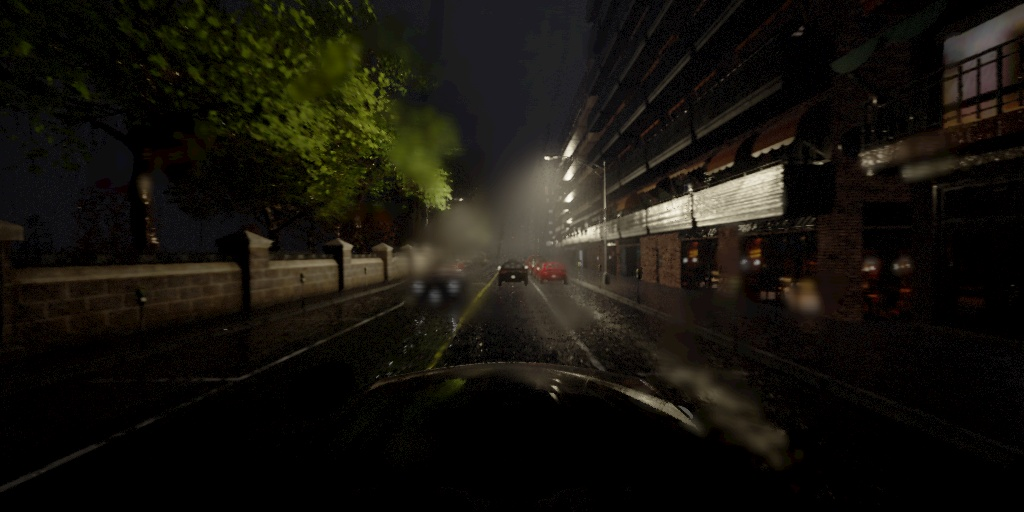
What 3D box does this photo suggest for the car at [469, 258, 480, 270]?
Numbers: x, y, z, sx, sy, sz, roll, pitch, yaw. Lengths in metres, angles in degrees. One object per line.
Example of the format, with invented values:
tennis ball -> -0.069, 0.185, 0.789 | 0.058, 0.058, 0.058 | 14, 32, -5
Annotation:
car -> -5.739, 1.142, 46.736 | 2.007, 1.370, 4.403 | 0, 0, 0

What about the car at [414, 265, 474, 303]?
car -> -3.084, 1.306, 16.667 | 1.895, 1.301, 4.718 | -1, 0, 0

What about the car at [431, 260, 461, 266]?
car -> -5.703, 1.109, 29.846 | 1.967, 1.591, 4.097 | 0, 0, 0

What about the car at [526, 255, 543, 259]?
car -> 2.666, 0.991, 35.493 | 1.967, 1.591, 4.097 | 0, 0, 0

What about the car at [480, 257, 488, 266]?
car -> -5.775, 1.043, 63.456 | 1.751, 1.417, 4.829 | 0, 0, 0

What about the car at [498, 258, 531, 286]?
car -> 0.074, 1.110, 24.392 | 1.882, 1.535, 5.008 | -1, 0, 0

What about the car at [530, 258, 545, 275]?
car -> 2.677, 1.123, 29.864 | 1.888, 1.381, 4.507 | 0, 0, 0

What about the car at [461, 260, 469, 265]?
car -> -5.715, 1.083, 35.475 | 1.967, 1.591, 4.097 | 0, 0, 0

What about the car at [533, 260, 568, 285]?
car -> 2.690, 1.150, 24.234 | 1.888, 1.381, 4.507 | 0, 0, 0
